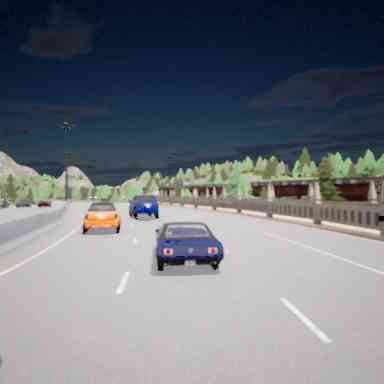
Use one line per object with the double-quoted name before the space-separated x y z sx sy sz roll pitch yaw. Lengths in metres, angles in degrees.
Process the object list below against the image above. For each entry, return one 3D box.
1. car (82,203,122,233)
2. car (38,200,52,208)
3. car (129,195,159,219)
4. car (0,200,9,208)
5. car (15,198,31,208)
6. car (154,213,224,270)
"car" -5.469 1.426 20.549 2.097 1.767 4.553 0 0 -12
"car" -23.792 1.879 53.861 1.895 1.301 4.718 0 0 -19
"car" -4.463 1.305 30.488 2.150 2.045 5.566 0 0 -17
"car" -31.248 1.939 54.026 1.895 1.301 4.718 0 0 -19
"car" -27.955 1.819 55.197 1.837 1.490 4.892 0 0 -19
"car" -0.286 1.624 11.162 1.895 1.301 4.718 0 0 -6
